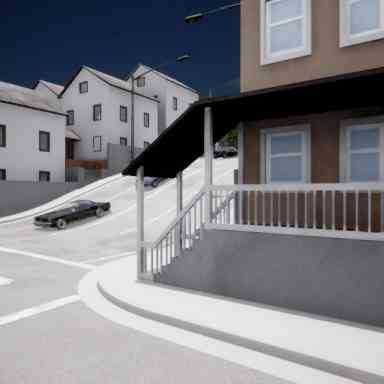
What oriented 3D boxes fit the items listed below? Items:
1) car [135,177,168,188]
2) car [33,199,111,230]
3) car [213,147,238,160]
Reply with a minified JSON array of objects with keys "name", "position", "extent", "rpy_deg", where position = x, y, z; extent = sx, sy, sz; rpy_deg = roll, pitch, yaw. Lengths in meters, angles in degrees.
[{"name":"car","position":[-2.898,-1.524,27.920],"extent":[1.812,1.442,4.674],"rpy_deg":[-1,19,33]},{"name":"car","position":[-7.528,1.288,21.125],"extent":[1.895,1.301,4.718],"rpy_deg":[0,11,34]},{"name":"car","position":[3.666,-4.368,37.409],"extent":[1.895,1.301,4.718],"rpy_deg":[0,9,36]}]
